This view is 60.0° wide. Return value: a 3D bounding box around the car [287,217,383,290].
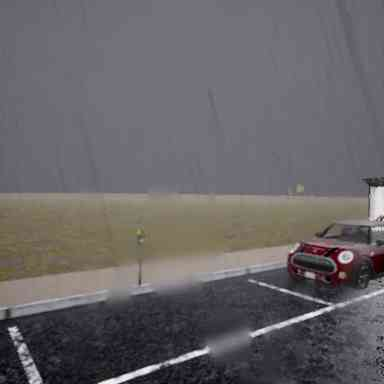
[{"bbox_3d":[4.537,1.536,9.320,4.097,1.590,1.967,1,0,-35],"label":"car"}]
